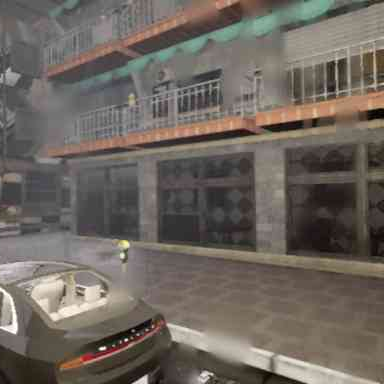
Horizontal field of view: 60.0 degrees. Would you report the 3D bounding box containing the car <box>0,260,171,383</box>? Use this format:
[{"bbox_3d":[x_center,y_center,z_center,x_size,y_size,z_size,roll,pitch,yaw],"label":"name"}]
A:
[{"bbox_3d":[-2.283,1.591,4.359,4.403,1.369,2.008,-1,-1,35],"label":"car"}]
